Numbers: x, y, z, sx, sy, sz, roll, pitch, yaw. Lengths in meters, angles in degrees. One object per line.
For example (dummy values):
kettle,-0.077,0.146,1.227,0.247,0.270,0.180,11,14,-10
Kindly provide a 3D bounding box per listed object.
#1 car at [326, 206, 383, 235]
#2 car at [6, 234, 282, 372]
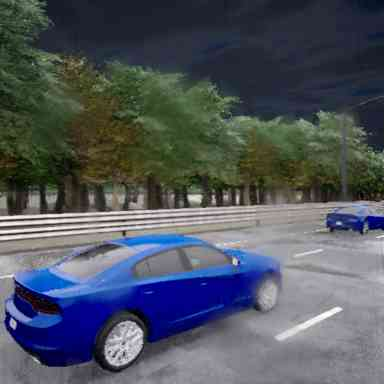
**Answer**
car,9.642,1.529,19.228,5.008,1.535,1.882,0,0,-41
car,-0.387,1.490,5.823,5.008,1.535,1.882,0,0,-41
